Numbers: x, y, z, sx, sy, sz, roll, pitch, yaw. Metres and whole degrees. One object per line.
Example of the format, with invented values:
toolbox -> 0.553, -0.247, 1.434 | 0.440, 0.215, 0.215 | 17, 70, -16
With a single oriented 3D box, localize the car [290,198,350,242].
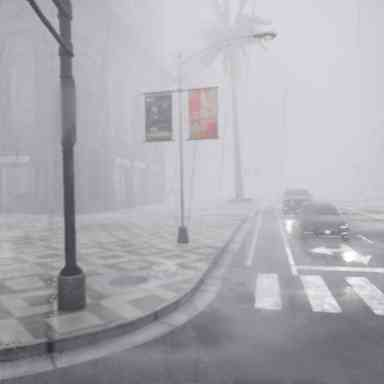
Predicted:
car -> 5.669, 1.225, 14.964 | 1.837, 1.490, 4.892 | -1, 1, 13

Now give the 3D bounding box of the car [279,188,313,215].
car -> 8.339, 0.692, 26.622 | 2.150, 2.045, 5.566 | -1, 1, 13
